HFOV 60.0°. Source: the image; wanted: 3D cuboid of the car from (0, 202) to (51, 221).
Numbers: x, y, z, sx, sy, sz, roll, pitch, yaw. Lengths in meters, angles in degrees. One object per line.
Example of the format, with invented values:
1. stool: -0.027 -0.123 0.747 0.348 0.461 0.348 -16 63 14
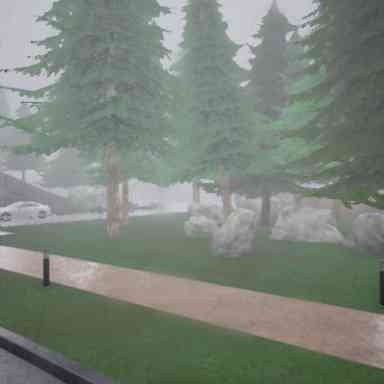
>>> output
1. car: -13.914 1.532 27.101 1.812 1.442 4.674 0 0 35

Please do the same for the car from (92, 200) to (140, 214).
1. car: -7.948 1.554 35.441 2.033 1.411 5.357 0 0 36
